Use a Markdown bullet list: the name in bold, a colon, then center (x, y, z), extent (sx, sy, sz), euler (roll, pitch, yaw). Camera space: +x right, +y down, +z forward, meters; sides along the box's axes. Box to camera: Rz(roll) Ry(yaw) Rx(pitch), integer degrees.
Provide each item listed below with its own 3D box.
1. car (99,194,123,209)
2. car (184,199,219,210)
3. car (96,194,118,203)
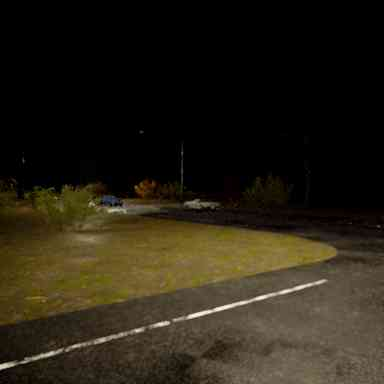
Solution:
- **car**: center (-10.689, 1.300, 43.505), extent (1.882, 1.535, 5.008), euler (0, 0, -37)
- **car**: center (1.050, 1.457, 39.584), extent (1.895, 1.301, 4.718), euler (0, 0, -37)
- **car**: center (-15.832, 1.203, 61.908), extent (2.128, 1.511, 4.902), euler (0, 0, -37)
